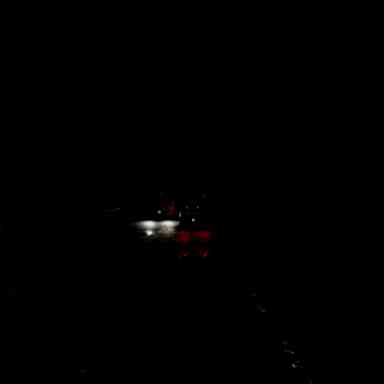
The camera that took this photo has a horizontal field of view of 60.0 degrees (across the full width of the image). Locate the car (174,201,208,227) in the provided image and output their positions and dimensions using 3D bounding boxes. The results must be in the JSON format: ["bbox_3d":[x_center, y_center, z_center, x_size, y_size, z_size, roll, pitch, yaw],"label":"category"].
[{"bbox_3d":[0.078,1.599,23.570,2.128,1.511,4.902,0,0,0],"label":"car"}]

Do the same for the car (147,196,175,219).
[{"bbox_3d":[-2.777,1.369,30.918,2.150,2.045,5.566,0,0,0],"label":"car"}]

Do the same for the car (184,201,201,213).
[{"bbox_3d":[0.064,1.802,40.616,1.895,1.301,4.718,0,0,0],"label":"car"}]
